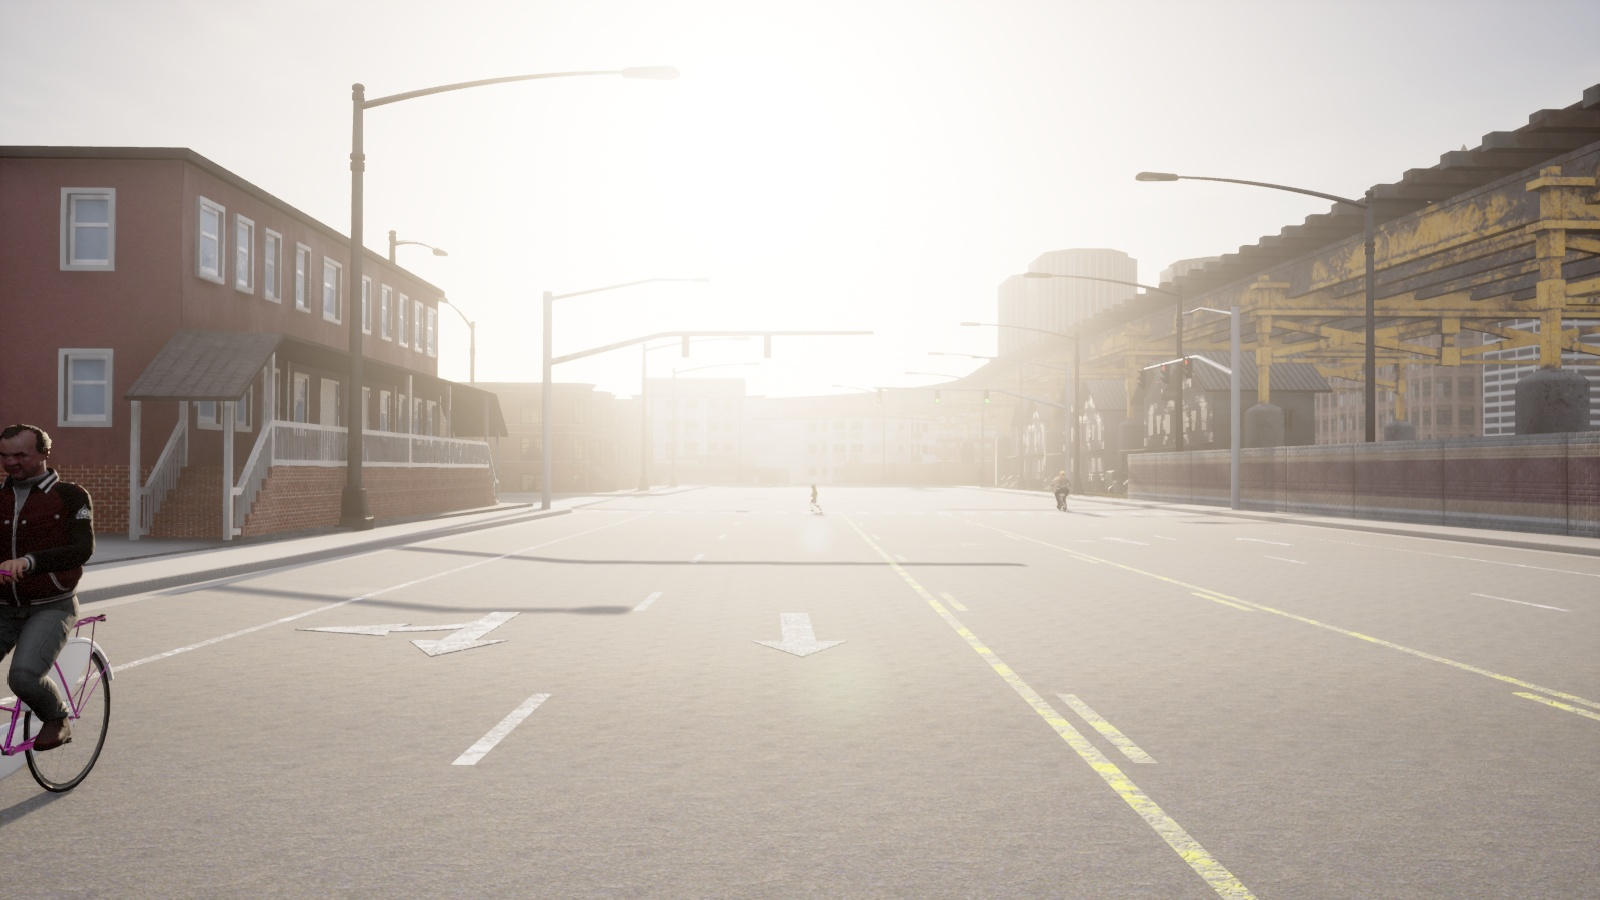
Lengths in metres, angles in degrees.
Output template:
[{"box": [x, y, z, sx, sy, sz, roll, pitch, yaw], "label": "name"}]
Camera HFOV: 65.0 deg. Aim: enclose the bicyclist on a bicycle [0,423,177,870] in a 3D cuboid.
[{"box": [-3.513, 0.791, 5.486, 0.659, 1.776, 1.843, 0, -1, 0], "label": "bicyclist on a bicycle"}]
